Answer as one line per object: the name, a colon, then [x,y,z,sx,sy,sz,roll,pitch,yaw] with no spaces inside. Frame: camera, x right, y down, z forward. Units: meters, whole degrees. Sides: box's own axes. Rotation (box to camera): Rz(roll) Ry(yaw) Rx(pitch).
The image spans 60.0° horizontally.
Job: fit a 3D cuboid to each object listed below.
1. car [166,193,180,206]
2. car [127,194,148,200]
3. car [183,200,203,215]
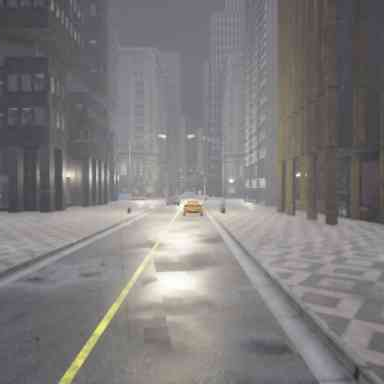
car: [-3.074,1.402,54.354,2.097,1.767,4.553,0,0,0]
car: [-14.664,1.715,92.398,4.829,1.417,1.752,0,1,0]
car: [0.087,1.498,33.612,1.882,1.535,5.008,0,0,0]
